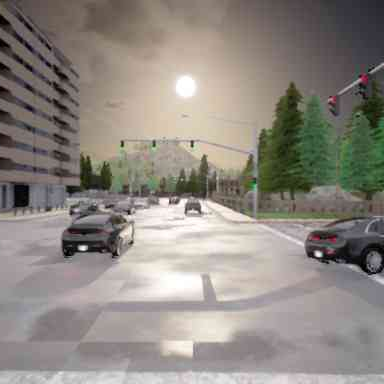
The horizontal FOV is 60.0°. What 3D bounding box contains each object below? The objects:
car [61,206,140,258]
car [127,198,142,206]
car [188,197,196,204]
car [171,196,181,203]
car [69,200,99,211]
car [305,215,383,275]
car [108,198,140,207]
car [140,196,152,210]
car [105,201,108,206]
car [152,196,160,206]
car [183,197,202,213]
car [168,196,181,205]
[{"bbox_3d":[-3.400,1.507,12.800,1.837,1.490,4.892,0,0,0],"label":"car"},{"bbox_3d":[-10.535,1.739,60.939,1.994,1.385,4.181,0,0,1],"label":"car"},{"bbox_3d":[-0.001,1.730,71.490,1.812,1.442,4.674,0,0,0],"label":"car"},{"bbox_3d":[-3.501,1.610,73.905,2.033,1.411,5.357,0,0,0],"label":"car"},{"bbox_3d":[-10.592,1.586,32.980,2.128,1.511,4.902,0,0,0],"label":"car"},{"bbox_3d":[5.796,1.484,10.201,4.892,1.490,1.837,0,-4,-21],"label":"car"},{"bbox_3d":[-7.089,1.627,35.121,1.812,1.442,4.674,0,0,0],"label":"car"},{"bbox_3d":[-7.079,1.660,46.343,1.812,1.442,4.674,0,0,0],"label":"car"},{"bbox_3d":[-10.581,1.694,45.591,1.994,1.385,4.181,0,0,0],"label":"car"},{"bbox_3d":[-7.043,1.526,60.335,2.097,1.767,4.553,0,0,1],"label":"car"},{"bbox_3d":[0.100,1.614,37.826,1.837,1.490,4.892,0,0,0],"label":"car"},{"bbox_3d":[-3.501,1.677,64.315,2.128,1.511,4.902,0,0,0],"label":"car"}]
